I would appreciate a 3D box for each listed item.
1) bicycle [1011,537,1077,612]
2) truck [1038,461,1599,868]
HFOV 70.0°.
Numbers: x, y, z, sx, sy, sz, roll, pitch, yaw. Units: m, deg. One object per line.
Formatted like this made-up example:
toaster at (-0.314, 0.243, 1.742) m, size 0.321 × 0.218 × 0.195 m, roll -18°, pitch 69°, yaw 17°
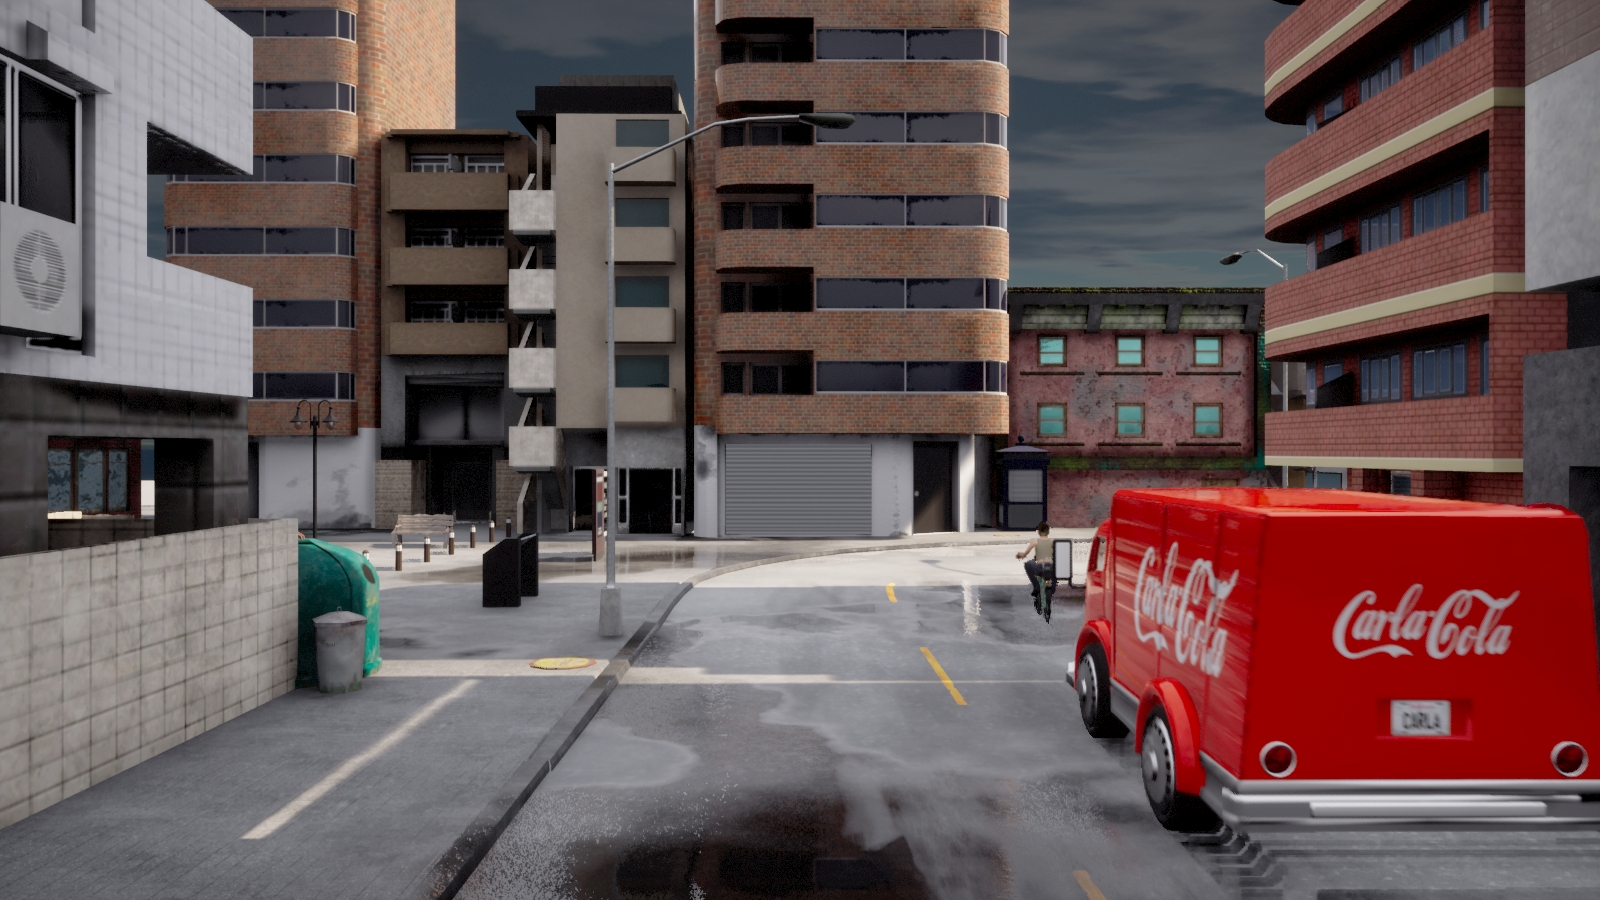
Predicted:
bicycle at (4.033, 2.044, 18.975) m, size 0.859 × 1.080 × 1.487 m, roll 0°, pitch 0°, yaw 3°
truck at (3.881, 1.352, 9.672) m, size 2.627 × 2.467 × 5.204 m, roll 0°, pitch 0°, yaw 0°
